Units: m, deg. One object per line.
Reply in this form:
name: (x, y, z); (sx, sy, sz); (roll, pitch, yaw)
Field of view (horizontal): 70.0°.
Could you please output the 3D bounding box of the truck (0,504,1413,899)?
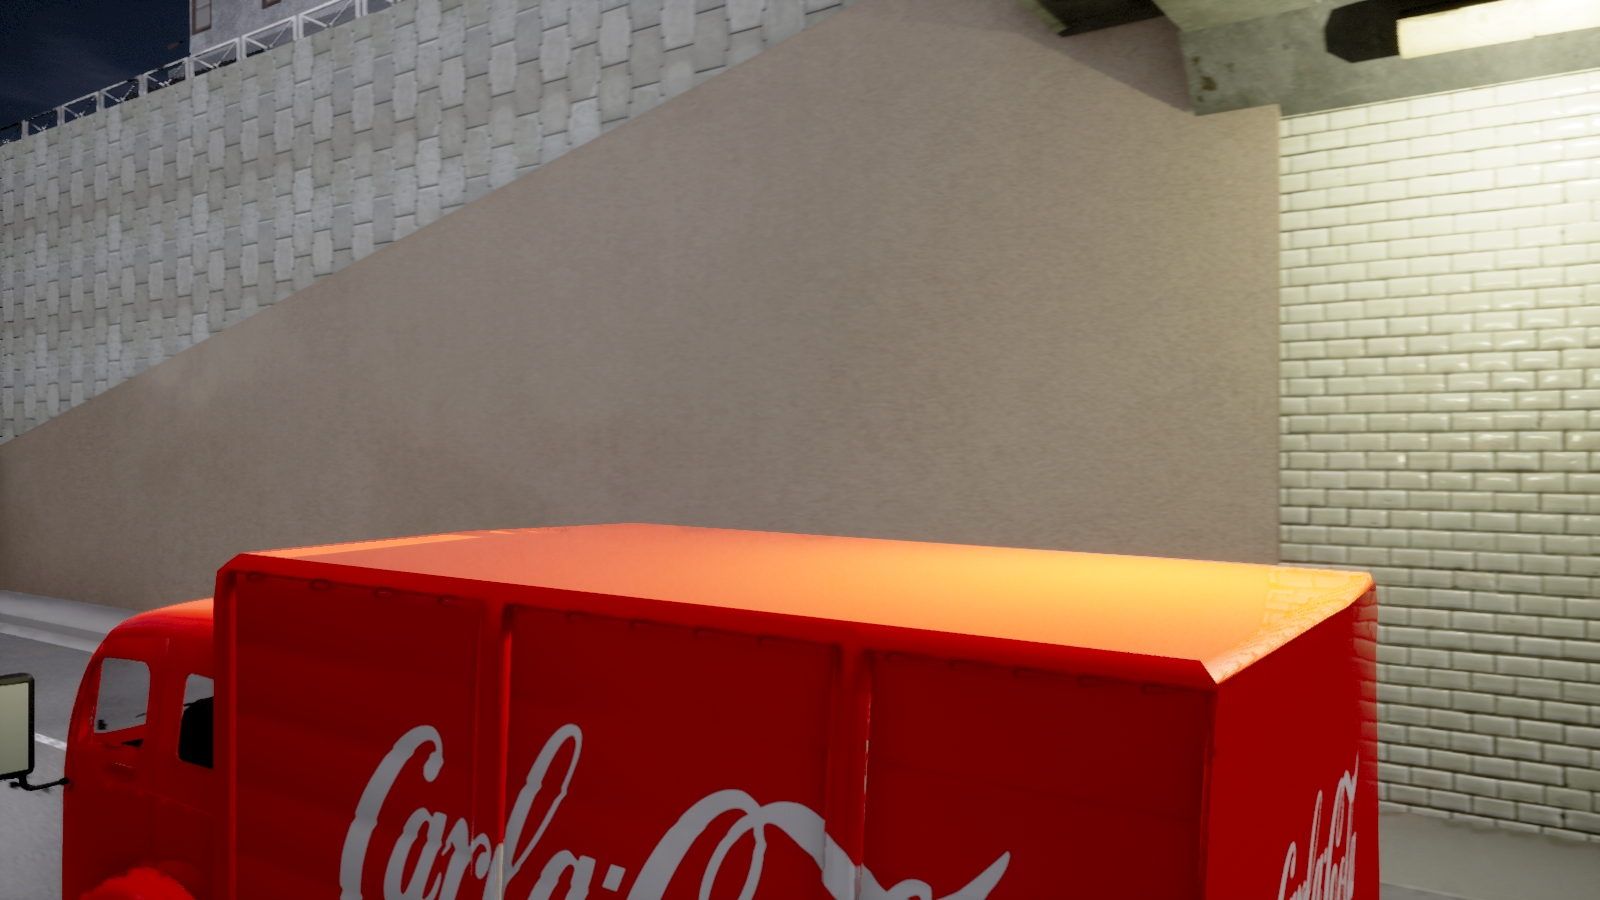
truck: (-0.789, 1.570, 4.333); (5.204, 2.467, 2.627); (0, 0, 35)
